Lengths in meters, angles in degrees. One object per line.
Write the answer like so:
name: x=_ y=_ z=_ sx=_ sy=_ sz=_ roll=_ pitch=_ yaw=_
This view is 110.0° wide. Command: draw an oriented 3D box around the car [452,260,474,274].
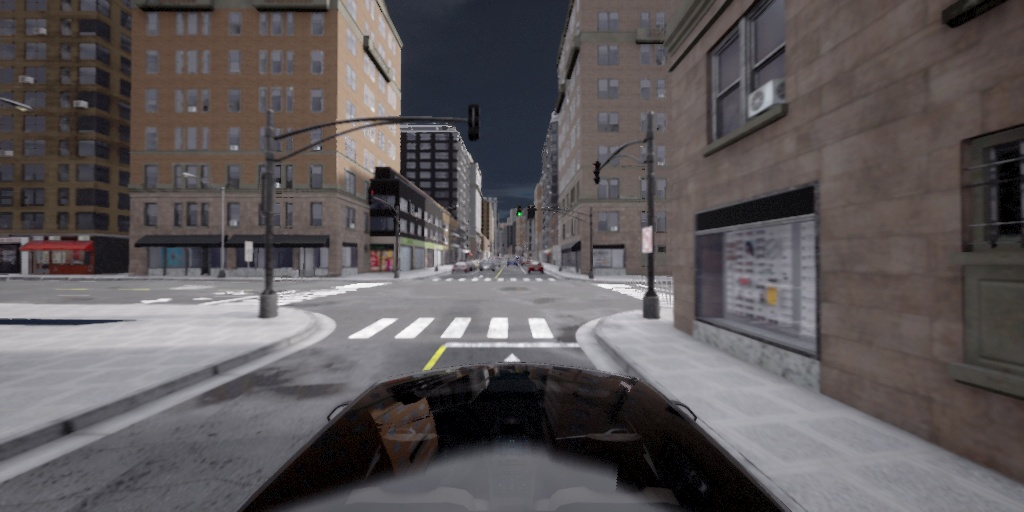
car: x=-5.851 y=1.309 z=41.403 sx=1.802 sy=1.307 sz=4.207 roll=0 pitch=0 yaw=0

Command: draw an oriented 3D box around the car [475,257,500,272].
car: x=-3.044 y=1.218 z=44.690 sx=2.128 sy=1.511 sz=4.902 roll=0 pitch=0 yaw=0

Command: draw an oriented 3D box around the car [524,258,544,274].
car: x=2.694 y=1.272 z=41.391 sx=1.888 sy=1.381 sz=4.507 roll=0 pitch=0 yaw=0

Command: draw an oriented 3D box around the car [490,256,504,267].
car: x=-2.951 y=1.212 z=62.671 sx=2.128 sy=1.511 sz=4.902 roll=0 pitch=0 yaw=0
